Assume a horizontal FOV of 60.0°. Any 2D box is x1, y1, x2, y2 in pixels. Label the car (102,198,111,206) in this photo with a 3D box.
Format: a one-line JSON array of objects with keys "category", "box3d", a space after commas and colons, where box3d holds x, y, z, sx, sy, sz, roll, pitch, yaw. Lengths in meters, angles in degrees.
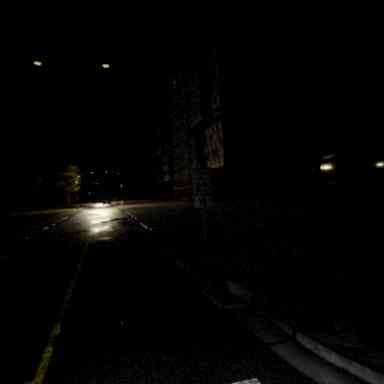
[{"category": "car", "box3d": [-23.516, 2.740, 92.035, 2.150, 2.045, 5.566, -3, 0, -15]}]
